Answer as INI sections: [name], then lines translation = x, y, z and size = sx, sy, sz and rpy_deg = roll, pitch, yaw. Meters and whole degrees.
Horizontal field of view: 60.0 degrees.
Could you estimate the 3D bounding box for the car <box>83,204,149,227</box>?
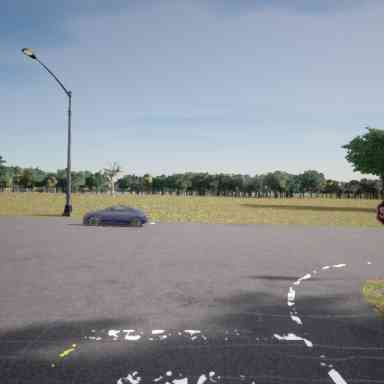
[car]
translation = -4.942, 1.520, 21.976
size = 4.181, 1.385, 1.994
rpy_deg = 1, 1, 0
